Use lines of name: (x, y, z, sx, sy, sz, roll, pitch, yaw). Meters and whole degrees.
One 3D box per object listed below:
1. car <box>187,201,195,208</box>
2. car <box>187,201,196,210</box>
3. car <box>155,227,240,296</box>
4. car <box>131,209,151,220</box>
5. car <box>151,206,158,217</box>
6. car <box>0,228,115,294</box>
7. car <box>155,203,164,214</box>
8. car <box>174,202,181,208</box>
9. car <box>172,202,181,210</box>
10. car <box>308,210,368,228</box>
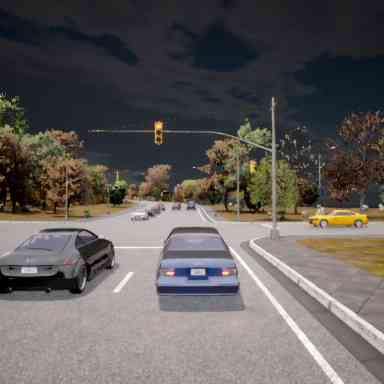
car: (-0.325, 3.243, 88.005, 1.882, 1.535, 5.008, 0, 0, -4)
car: (-0.204, 3.310, 77.827, 2.097, 1.767, 4.553, 0, 0, 0)
car: (0.069, 1.647, 8.945, 2.033, 1.411, 5.357, 0, -1, -1)
car: (-7.227, 3.145, 46.251, 1.812, 1.442, 4.674, 0, -2, 0)
car: (-7.234, 3.470, 55.271, 1.895, 1.301, 4.718, 0, -1, 0)
car: (-3.445, 1.665, 9.054, 1.994, 1.385, 4.181, 0, -1, 0)
car: (-7.208, 3.535, 65.018, 2.033, 1.411, 5.357, 0, 0, 0)
car: (-3.849, 3.428, 88.263, 1.837, 1.490, 4.892, 0, 0, -4)
car: (-3.706, 3.485, 78.287, 1.812, 1.442, 4.674, 0, 0, 0)
car: (12.964, 2.368, 29.675, 5.008, 1.535, 1.882, 0, -3, -2)
